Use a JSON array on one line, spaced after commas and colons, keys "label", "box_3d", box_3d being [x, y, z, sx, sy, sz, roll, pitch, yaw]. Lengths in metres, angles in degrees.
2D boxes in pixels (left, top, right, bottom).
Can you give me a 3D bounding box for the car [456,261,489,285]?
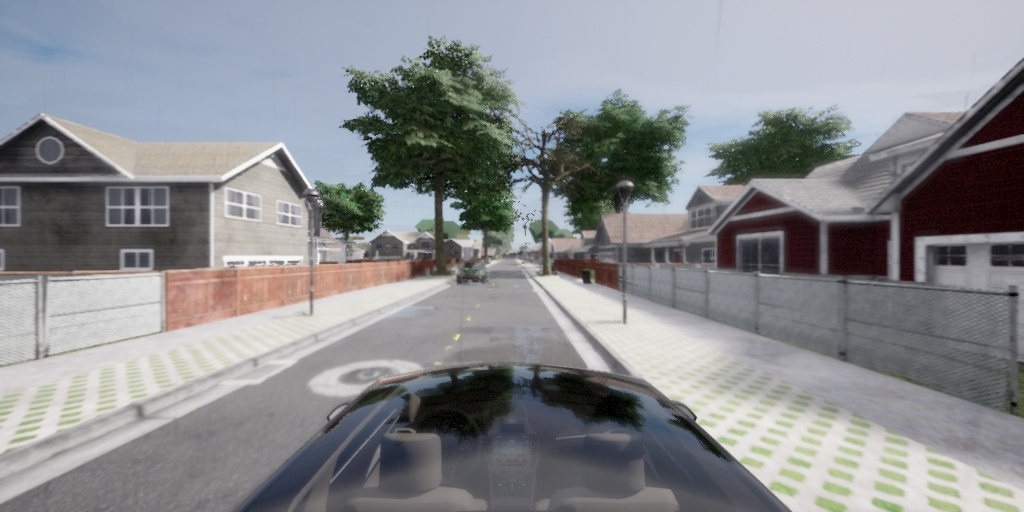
[{"label": "car", "box_3d": [-2.837, 1.137, 26.728, 2.097, 1.767, 4.553, 0, 0, 0]}]
